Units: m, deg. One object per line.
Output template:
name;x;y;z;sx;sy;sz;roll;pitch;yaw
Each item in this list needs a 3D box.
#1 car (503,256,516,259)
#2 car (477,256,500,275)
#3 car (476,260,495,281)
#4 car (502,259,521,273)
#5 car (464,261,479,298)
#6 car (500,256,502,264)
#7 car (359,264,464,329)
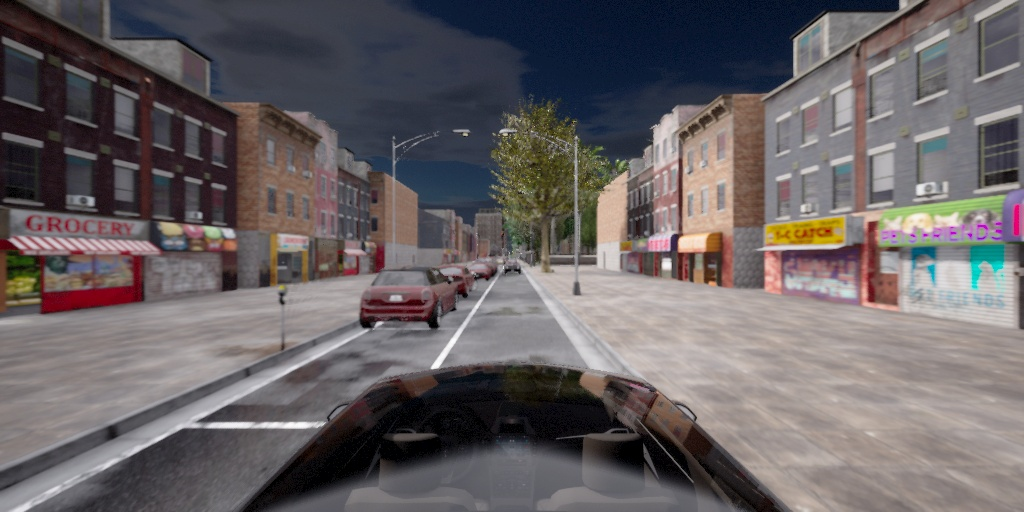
car;-0.004;1.166;55.761;1.882;1.535;5.008;0;0;0
car;-2.640;1.022;35.012;2.192;1.841;5.009;0;0;0
car;-2.639;1.259;29.401;1.888;1.381;4.507;0;0;0
car;0.095;1.302;41.054;1.895;1.301;4.718;0;0;0
car;-3.016;1.206;18.398;1.882;1.535;5.008;0;0;0
car;-2.640;1.016;40.624;2.192;1.841;5.009;0;0;0
car;-2.988;1.090;11.368;2.097;1.767;4.553;0;0;0
